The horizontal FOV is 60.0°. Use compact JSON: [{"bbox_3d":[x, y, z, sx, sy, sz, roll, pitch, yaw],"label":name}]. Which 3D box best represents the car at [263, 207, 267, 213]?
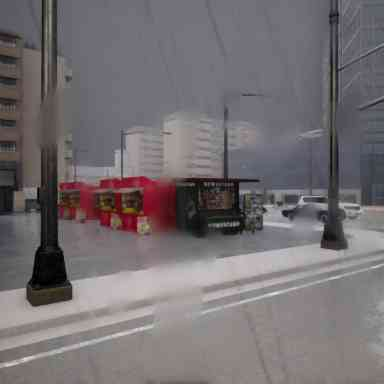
[{"bbox_3d":[5.982,1.789,37.722,2.033,1.411,5.357,0,-1,-36],"label":"car"}]

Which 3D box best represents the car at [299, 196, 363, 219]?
[{"bbox_3d":[12.004,1.339,29.432,2.150,2.045,5.566,0,-1,-36],"label":"car"}]

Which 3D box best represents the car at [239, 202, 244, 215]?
[{"bbox_3d":[3.992,1.769,34.499,2.033,1.411,5.357,0,-1,-37],"label":"car"}]

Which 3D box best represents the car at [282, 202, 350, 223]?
[{"bbox_3d":[9.675,1.707,26.702,1.895,1.301,4.718,0,-1,-37],"label":"car"}]
